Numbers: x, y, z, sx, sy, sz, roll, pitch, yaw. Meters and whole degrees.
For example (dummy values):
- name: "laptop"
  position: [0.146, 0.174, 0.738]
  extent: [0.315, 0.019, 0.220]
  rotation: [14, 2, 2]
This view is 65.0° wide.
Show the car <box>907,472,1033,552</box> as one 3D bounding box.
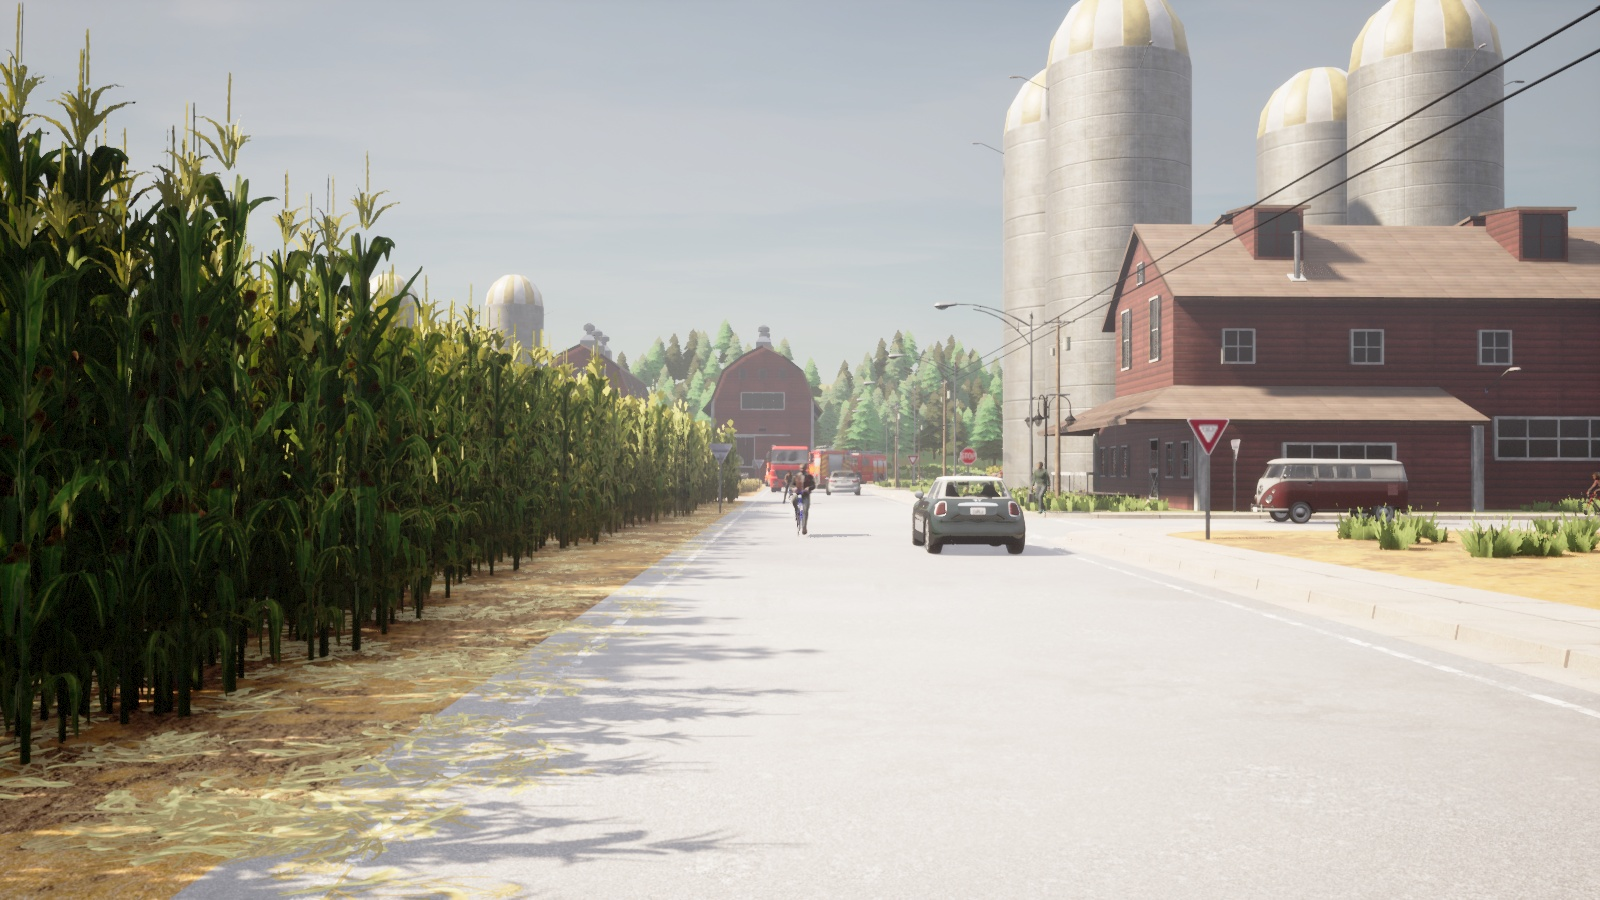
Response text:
- name: "car"
  position: [3.315, 1.190, 25.207]
  extent: [1.970, 1.475, 3.806]
  rotation: [0, -1, 0]

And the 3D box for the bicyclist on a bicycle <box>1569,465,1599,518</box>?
- name: "bicyclist on a bicycle"
  position: [24.787, 1.293, 38.857]
  extent: [1.656, 1.620, 0.582]
  rotation: [0, -1, -1]

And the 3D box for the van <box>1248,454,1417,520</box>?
- name: "van"
  position: [16.334, 1.124, 38.666]
  extent: [4.442, 1.987, 1.775]
  rotation: [0, -1, -1]

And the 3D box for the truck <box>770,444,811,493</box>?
- name: "truck"
  position: [-0.718, 1.393, 92.878]
  extent: [2.891, 3.462, 7.936]
  rotation: [0, -1, -1]

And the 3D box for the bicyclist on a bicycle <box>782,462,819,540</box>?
- name: "bicyclist on a bicycle"
  position: [0.026, 1.183, 29.697]
  extent: [0.659, 1.776, 1.843]
  rotation: [0, -1, 6]

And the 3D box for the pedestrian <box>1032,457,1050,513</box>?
- name: "pedestrian"
  position: [8.033, 1.151, 41.870]
  extent: [0.353, 1.847, 0.614]
  rotation: [-1, -1, 33]

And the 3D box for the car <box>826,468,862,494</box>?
- name: "car"
  position: [2.832, 2.025, 82.131]
  extent: [2.242, 1.667, 4.611]
  rotation: [0, -1, 0]
